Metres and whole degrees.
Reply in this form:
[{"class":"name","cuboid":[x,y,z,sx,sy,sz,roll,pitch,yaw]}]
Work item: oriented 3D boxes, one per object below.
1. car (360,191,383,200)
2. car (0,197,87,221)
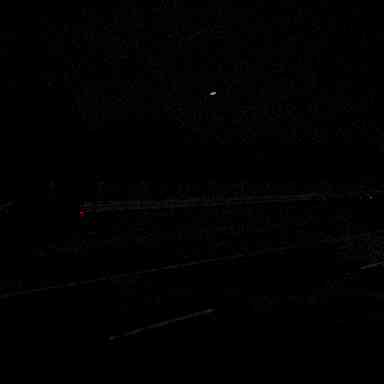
[{"class":"car","cuboid":[25.243,0.657,46.055,4.892,1.490,1.837,-2,1,-32]},{"class":"car","cuboid":[-7.807,1.306,15.607,5.566,2.045,2.150,-1,0,-35]}]
